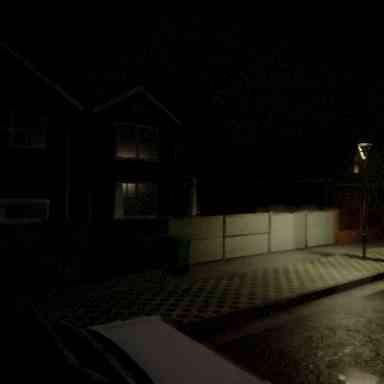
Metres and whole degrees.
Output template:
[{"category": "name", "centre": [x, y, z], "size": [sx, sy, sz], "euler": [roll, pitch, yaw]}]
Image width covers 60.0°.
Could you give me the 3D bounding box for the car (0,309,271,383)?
[{"category": "car", "centre": [-1.776, 1.597, 1.805], "size": [4.718, 1.301, 1.895], "euler": [0, 0, -35]}]
